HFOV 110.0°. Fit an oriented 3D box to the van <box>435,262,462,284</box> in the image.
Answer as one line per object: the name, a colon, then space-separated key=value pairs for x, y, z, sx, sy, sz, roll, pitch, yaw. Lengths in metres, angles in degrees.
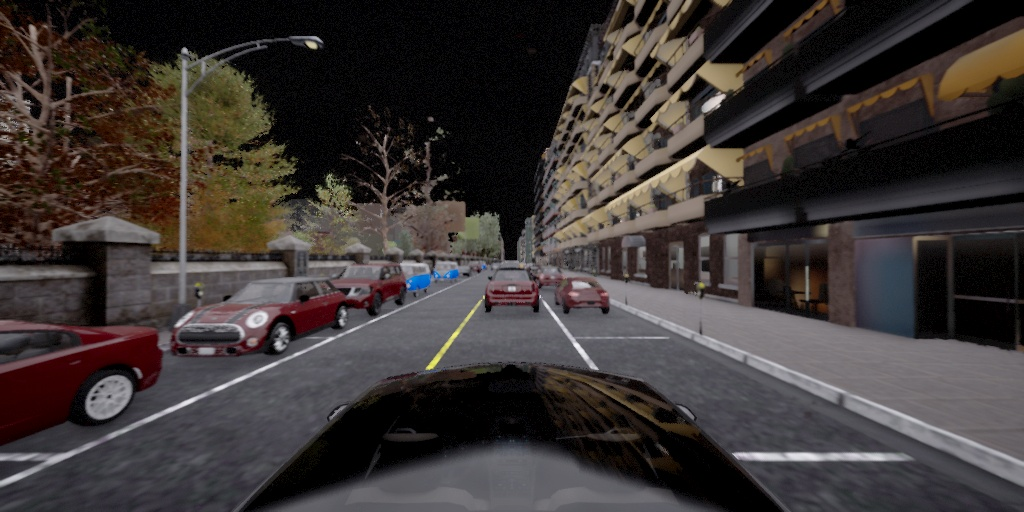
van: x=-5.694 y=1.421 z=31.185 sx=1.690 sy=1.789 sz=3.998 roll=0 pitch=0 yaw=0

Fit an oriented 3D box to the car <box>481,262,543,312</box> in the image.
car: x=0.015 y=1.252 z=15.270 sx=2.097 sy=1.767 sz=4.553 roll=0 pitch=-1 yaw=0

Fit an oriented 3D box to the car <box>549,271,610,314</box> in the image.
car: x=2.689 y=1.472 z=14.295 sx=1.802 sy=1.307 sz=4.207 roll=0 pitch=0 yaw=0

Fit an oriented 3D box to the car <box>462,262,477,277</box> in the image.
car: x=-5.695 y=1.774 z=42.445 sx=1.948 sy=1.339 sz=4.313 roll=0 pitch=0 yaw=0

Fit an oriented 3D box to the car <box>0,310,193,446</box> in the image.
car: x=-5.690 y=1.309 z=3.037 sx=1.888 sy=1.381 sz=4.507 roll=0 pitch=0 yaw=0

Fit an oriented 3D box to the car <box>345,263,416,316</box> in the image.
car: x=-5.691 y=1.204 z=14.295 sx=2.192 sy=1.841 sz=5.009 roll=0 pitch=0 yaw=0

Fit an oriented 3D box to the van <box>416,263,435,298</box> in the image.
van: x=-5.692 y=1.294 z=19.925 sx=1.690 sy=1.789 sz=3.998 roll=0 pitch=0 yaw=0

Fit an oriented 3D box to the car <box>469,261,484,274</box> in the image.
car: x=-5.696 y=1.655 z=53.704 sx=2.192 sy=1.841 sz=5.009 roll=0 pitch=0 yaw=0

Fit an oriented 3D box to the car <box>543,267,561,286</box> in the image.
car: x=2.688 y=1.457 z=25.556 sx=1.967 sy=1.591 sz=4.097 roll=0 pitch=0 yaw=0

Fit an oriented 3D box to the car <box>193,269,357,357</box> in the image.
car: x=-5.690 y=1.266 z=8.665 sx=1.967 sy=1.591 sz=4.097 roll=0 pitch=0 yaw=0
